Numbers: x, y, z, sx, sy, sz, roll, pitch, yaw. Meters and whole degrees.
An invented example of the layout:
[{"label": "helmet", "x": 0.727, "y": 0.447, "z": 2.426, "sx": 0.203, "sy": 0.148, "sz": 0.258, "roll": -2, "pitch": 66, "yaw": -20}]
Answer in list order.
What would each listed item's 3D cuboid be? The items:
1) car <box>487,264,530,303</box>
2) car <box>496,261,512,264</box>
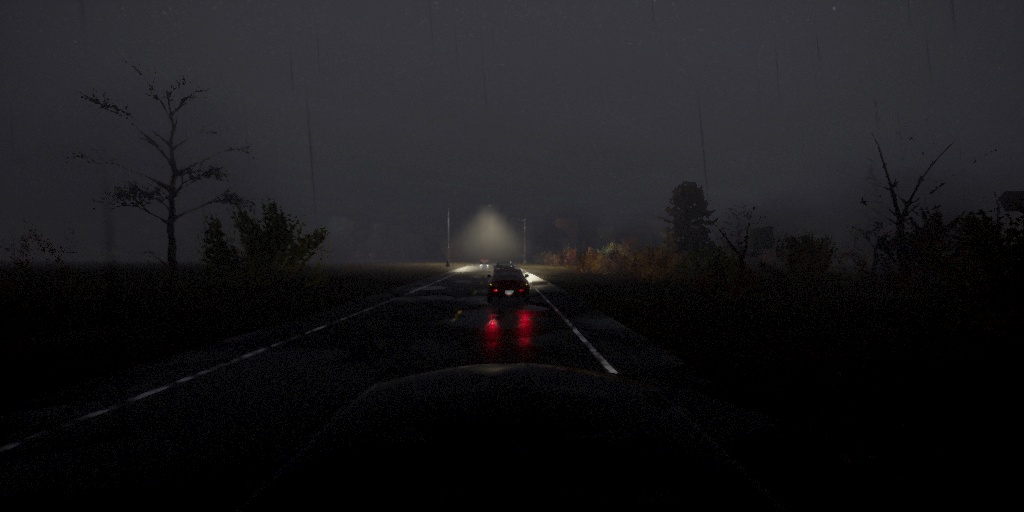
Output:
[{"label": "car", "x": -0.179, "y": 1.274, "z": 16.573, "sx": 1.812, "sy": 1.442, "sz": 4.674, "roll": 0, "pitch": 0, "yaw": -1}, {"label": "car", "x": -0.690, "y": 1.219, "z": 31.590, "sx": 2.128, "sy": 1.511, "sz": 4.902, "roll": 0, "pitch": 0, "yaw": -2}]
